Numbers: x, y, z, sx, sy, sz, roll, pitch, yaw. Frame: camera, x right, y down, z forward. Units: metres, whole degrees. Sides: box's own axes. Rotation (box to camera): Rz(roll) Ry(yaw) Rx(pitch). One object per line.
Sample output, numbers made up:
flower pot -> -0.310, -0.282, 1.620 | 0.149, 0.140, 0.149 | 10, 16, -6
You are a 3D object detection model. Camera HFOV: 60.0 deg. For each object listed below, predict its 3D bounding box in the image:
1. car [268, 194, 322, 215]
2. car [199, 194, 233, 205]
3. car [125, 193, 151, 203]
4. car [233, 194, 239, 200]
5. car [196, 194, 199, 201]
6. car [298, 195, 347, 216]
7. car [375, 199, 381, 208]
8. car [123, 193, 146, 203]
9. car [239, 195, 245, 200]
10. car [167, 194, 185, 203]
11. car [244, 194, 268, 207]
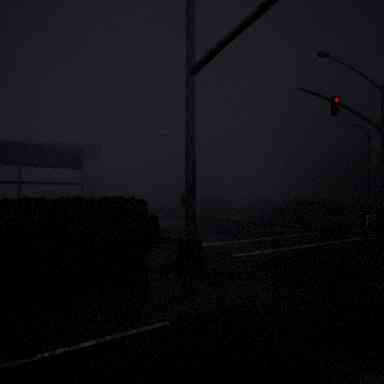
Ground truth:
car -> 10.184, 1.330, 32.521 | 5.027, 1.636, 2.152 | 0, 0, -35
car -> 3.944, 1.298, 54.826 | 4.514, 1.523, 2.007 | 0, 0, -35
car -> -9.550, 1.361, 60.523 | 3.806, 1.475, 1.970 | 0, 0, -35
car -> 9.441, 1.232, 77.918 | 3.806, 1.475, 1.970 | 0, 0, -35
car -> 1.567, 1.298, 76.863 | 4.514, 1.523, 2.007 | 0, 0, -35
car -> 12.030, 1.339, 29.984 | 4.514, 1.523, 2.007 | 0, 0, -35
car -> 25.542, 1.384, 43.130 | 3.806, 1.475, 1.970 | 0, 0, -35
car -> -10.961, 1.077, 63.595 | 3.866, 1.878, 1.905 | 0, 0, -35
car -> 13.395, 1.153, 72.853 | 5.027, 1.636, 2.152 | 0, 0, -35
car -> -2.634, 1.097, 65.428 | 4.605, 1.855, 1.932 | 0, 0, -35
car -> 9.654, 1.319, 46.625 | 3.633, 1.501, 1.845 | 0, 0, -35
